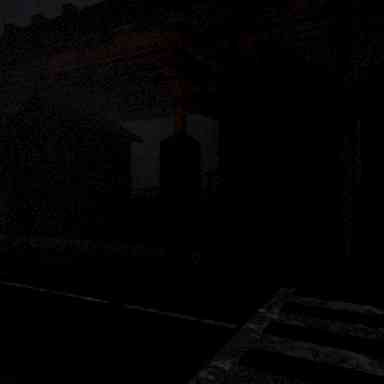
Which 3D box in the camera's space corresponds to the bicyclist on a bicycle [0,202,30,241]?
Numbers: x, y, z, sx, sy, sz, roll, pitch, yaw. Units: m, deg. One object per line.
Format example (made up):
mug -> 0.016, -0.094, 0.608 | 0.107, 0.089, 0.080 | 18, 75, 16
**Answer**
bicyclist on a bicycle -> -7.796, 1.258, 14.473 | 0.582, 1.620, 1.656 | 0, 1, 28
